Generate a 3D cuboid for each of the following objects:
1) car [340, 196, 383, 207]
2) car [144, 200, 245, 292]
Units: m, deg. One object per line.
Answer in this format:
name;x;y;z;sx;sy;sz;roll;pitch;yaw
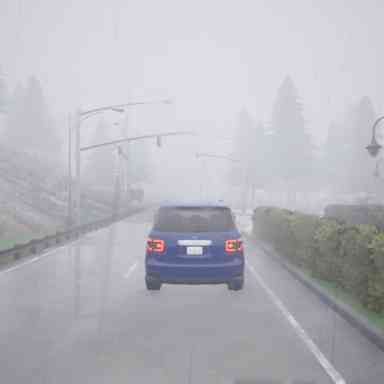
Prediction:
car;16.125;1.383;30.729;5.566;2.045;2.150;0;0;0
car;0.070;1.221;9.103;2.150;2.045;5.566;0;0;0
